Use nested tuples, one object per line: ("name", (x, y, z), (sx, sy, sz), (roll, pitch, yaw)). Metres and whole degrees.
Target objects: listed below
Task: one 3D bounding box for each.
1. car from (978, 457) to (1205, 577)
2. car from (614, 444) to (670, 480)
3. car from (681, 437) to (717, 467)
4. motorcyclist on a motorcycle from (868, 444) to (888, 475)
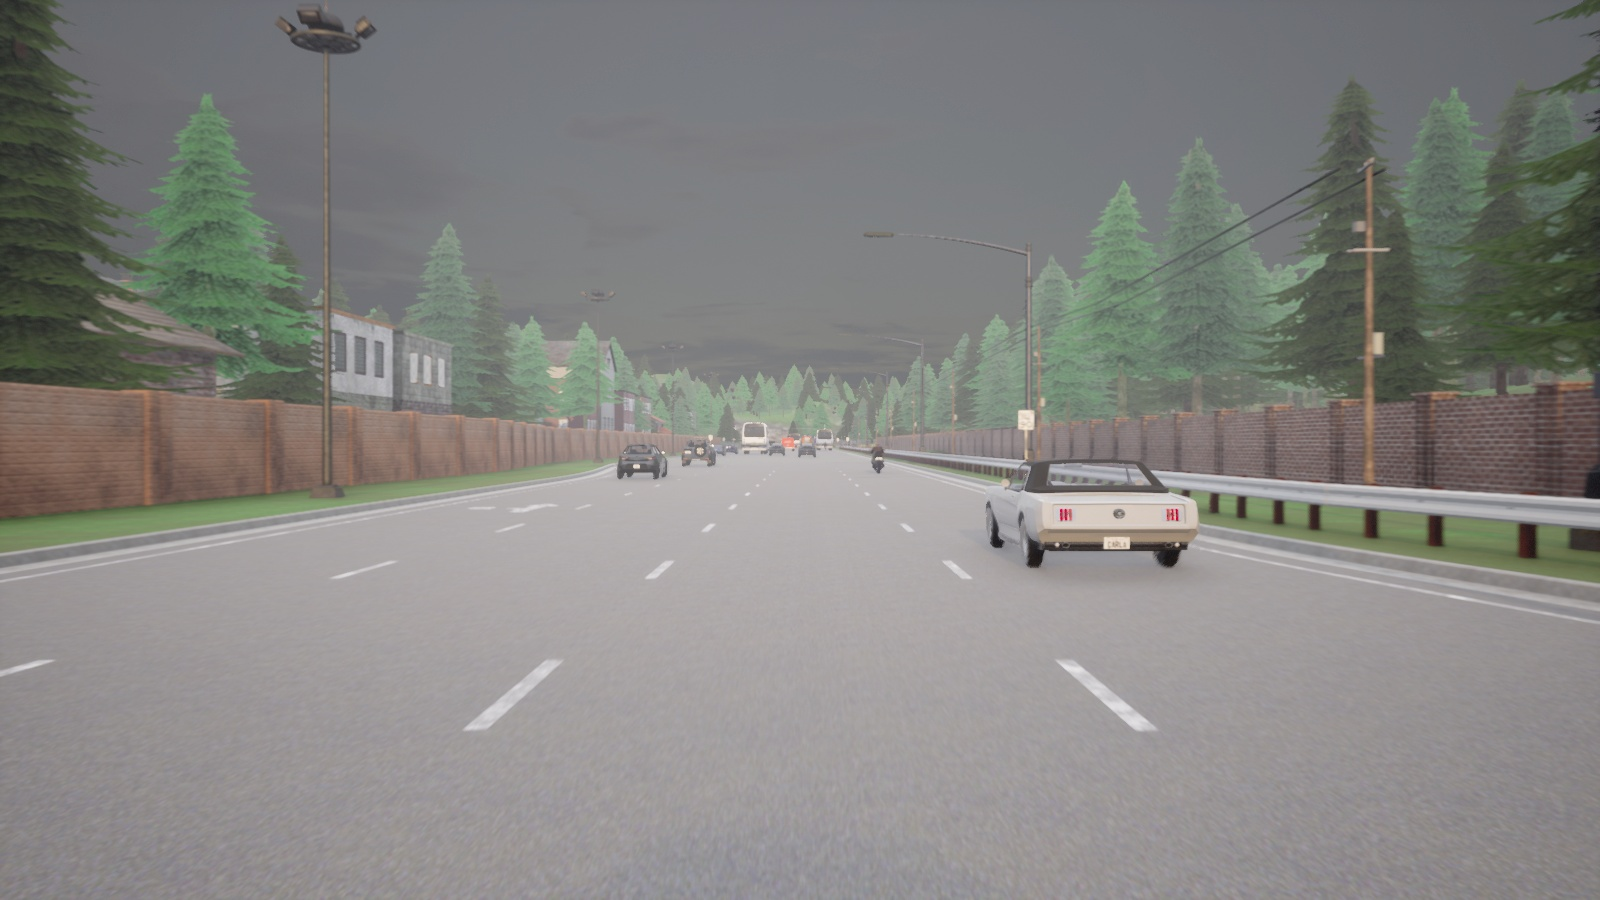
("car", (3.605, 0.762, 16.426), (1.895, 1.301, 4.718), (0, 0, 0))
("car", (-6.693, 0.467, 53.613), (1.816, 1.474, 4.193), (0, 0, 0))
("car", (-6.543, 0.121, 81.435), (1.932, 1.855, 4.605), (0, 0, 0))
("motorcyclist on a motorcycle", (3.852, 0.452, 62.033), (0.866, 1.530, 2.191), (0, 0, 0))
